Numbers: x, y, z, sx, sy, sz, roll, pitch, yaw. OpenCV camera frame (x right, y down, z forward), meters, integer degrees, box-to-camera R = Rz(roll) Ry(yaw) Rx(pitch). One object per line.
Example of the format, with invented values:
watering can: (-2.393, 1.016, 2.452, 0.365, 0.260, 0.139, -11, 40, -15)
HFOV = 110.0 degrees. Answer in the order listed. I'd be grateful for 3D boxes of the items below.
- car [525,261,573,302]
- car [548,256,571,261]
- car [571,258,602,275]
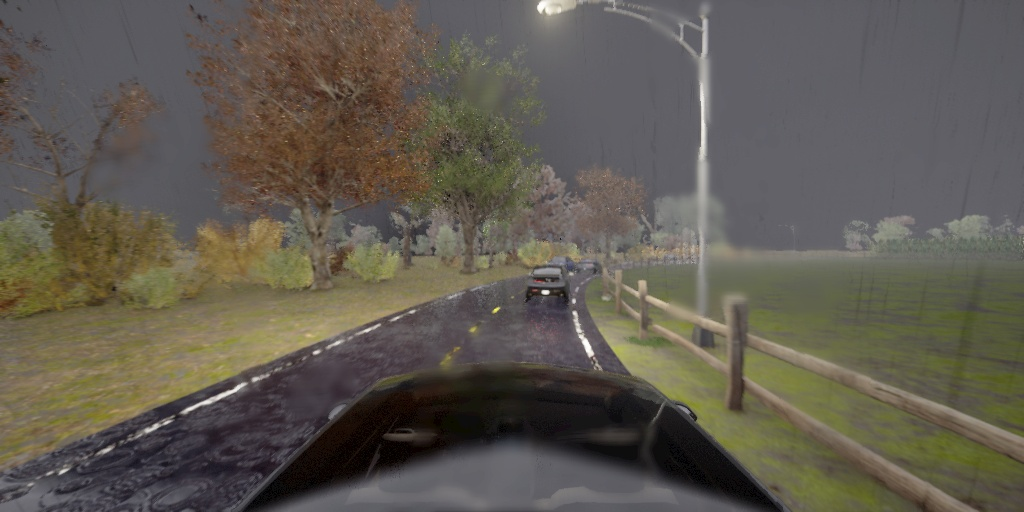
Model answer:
car: (1.743, 1.156, 16.488, 1.837, 1.490, 4.892, 0, 1, 10)
car: (4.759, 0.806, 35.917, 2.097, 1.767, 4.553, 1, 1, 25)
car: (7.693, 0.970, 35.315, 2.128, 1.511, 4.902, 1, 1, 24)
